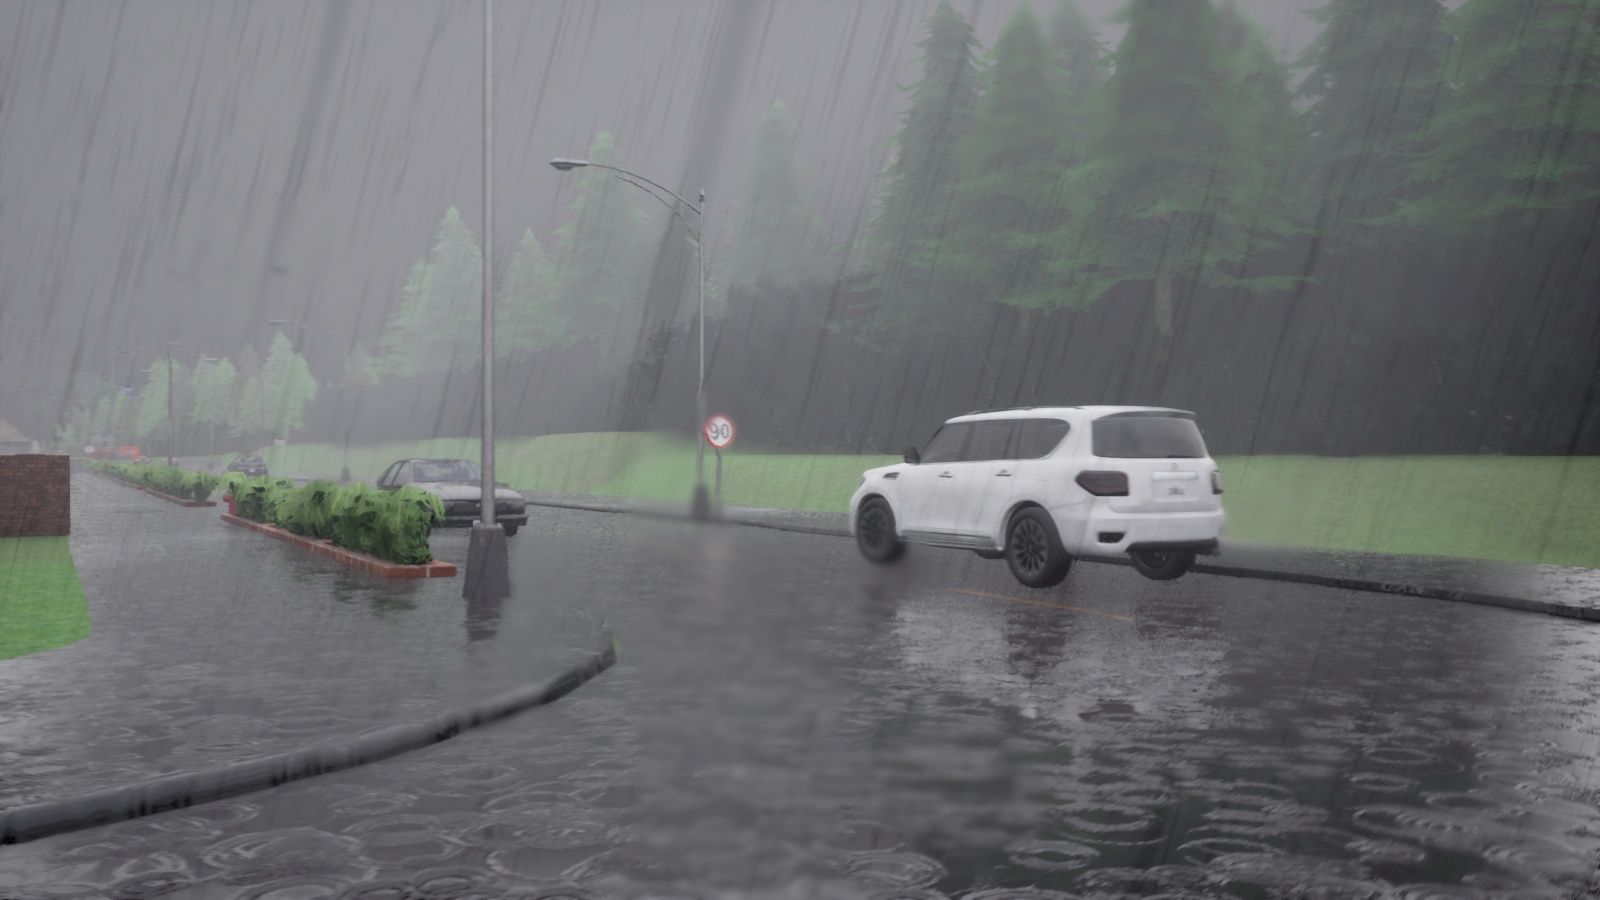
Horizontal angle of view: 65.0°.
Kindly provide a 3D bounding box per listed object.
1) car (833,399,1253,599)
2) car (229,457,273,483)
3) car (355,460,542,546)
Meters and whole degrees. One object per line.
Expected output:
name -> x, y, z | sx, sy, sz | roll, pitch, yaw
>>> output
car -> 2.723, 0.509, 15.768 | 2.150, 2.045, 5.566 | 0, 0, -28
car -> -32.237, 1.134, 73.702 | 1.816, 1.474, 4.193 | 0, 0, -31
car -> -6.754, 0.900, 23.649 | 2.033, 1.411, 5.357 | 0, 0, -31
